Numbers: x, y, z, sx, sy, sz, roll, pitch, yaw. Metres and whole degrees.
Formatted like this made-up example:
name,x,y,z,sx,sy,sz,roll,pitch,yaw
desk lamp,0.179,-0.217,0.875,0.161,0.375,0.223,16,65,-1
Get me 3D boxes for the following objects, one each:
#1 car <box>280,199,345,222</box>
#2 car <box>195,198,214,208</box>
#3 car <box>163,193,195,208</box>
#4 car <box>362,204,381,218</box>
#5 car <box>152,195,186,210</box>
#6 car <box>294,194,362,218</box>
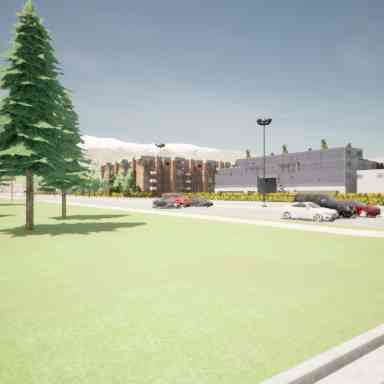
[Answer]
name,x,y,z,sx,sy,sz,roll,pitch,yaw
car,9.138,1.526,26.253,1.812,1.442,4.674,0,0,-36
car,0.975,1.547,49.284,2.033,1.411,5.357,0,0,-36
car,-2.414,1.220,48.001,2.150,2.045,5.566,0,0,-36
car,14.606,1.477,30.596,1.882,1.535,5.008,0,0,-36
car,-3.423,1.491,43.425,2.128,1.511,4.902,0,0,-36
car,11.351,1.218,29.116,2.150,2.045,5.566,0,0,-36
